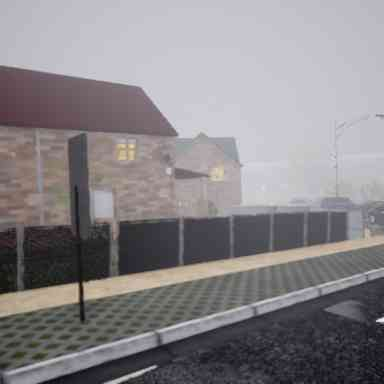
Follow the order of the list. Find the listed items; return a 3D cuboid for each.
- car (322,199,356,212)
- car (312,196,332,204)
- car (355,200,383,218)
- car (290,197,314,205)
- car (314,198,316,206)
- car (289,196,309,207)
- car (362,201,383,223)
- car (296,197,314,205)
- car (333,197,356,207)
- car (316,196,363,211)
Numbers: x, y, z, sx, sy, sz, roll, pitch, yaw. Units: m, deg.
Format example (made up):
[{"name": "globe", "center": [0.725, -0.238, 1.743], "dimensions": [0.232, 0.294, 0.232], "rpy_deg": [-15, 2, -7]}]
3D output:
[{"name": "car", "center": [18.812, 1.706, 42.872], "dimensions": [2.128, 1.511, 4.902], "rpy_deg": [-2, 0, 1]}, {"name": "car", "center": [25.577, 1.573, 65.695], "dimensions": [2.128, 1.511, 4.902], "rpy_deg": [-2, 0, 0]}, {"name": "car", "center": [18.717, 1.644, 33.602], "dimensions": [2.128, 1.511, 4.902], "rpy_deg": [-2, 0, 0]}, {"name": "car", "center": [15.638, 1.870, 48.435], "dimensions": [1.837, 1.490, 4.892], "rpy_deg": [-2, -1, 1]}, {"name": "car", "center": [22.253, 1.795, 56.059], "dimensions": [1.895, 1.301, 4.718], "rpy_deg": [-2, 0, 0]}, {"name": "car", "center": [19.015, 1.680, 59.189], "dimensions": [2.097, 1.767, 4.553], "rpy_deg": [-2, 0, 1]}, {"name": "car", "center": [15.393, 1.714, 25.302], "dimensions": [1.837, 1.490, 4.892], "rpy_deg": [-2, 0, -1]}, {"name": "car", "center": [22.336, 1.822, 65.983], "dimensions": [1.994, 1.385, 4.181], "rpy_deg": [-2, 0, 0]}, {"name": "car", "center": [25.497, 1.644, 55.682], "dimensions": [1.994, 1.385, 4.181], "rpy_deg": [-2, 0, 0]}, {"name": "car", "center": [15.471, 1.496, 35.164], "dimensions": [2.150, 2.045, 5.566], "rpy_deg": [-2, 0, 1]}]
